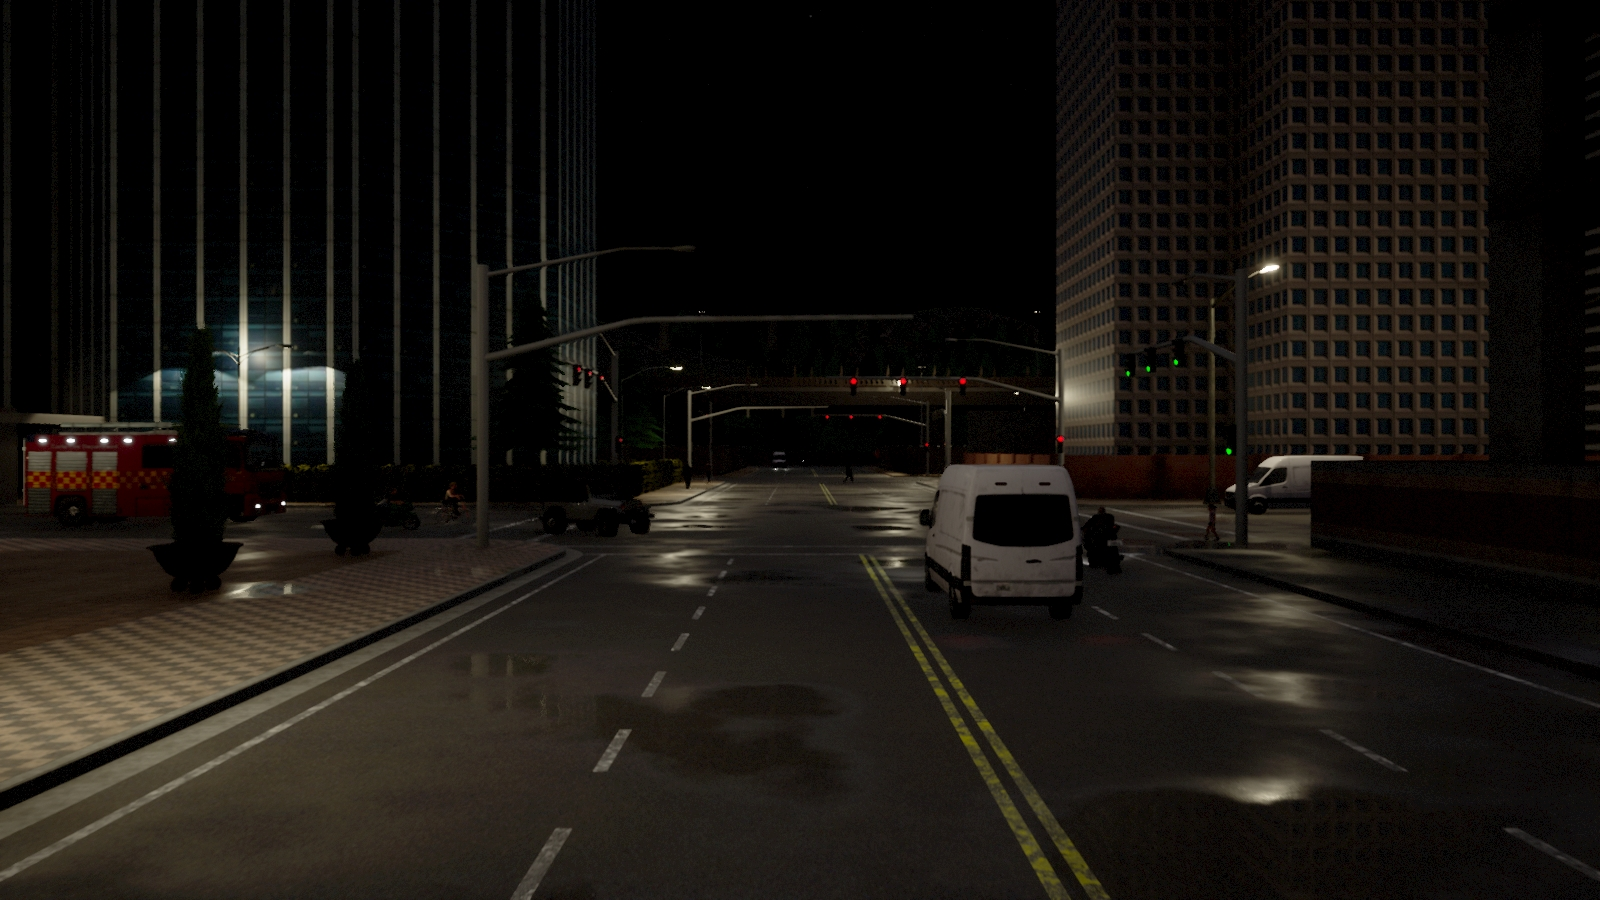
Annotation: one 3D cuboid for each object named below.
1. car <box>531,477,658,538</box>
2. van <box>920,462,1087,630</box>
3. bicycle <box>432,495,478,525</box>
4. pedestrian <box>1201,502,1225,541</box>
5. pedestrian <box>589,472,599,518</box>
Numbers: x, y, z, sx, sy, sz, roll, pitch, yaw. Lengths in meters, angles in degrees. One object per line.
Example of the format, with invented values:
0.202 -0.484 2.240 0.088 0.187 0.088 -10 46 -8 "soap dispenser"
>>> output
-6.826 1.859 37.895 3.866 1.878 1.905 0 -1 32 "car"
3.501 1.536 20.838 1.988 2.561 5.915 0 0 0 "van"
-12.988 2.259 43.054 1.487 1.080 0.859 0 0 -1 "bicycle"
12.036 2.080 33.323 0.500 1.100 0.500 0 0 -4 "pedestrian"
-8.469 1.851 46.966 0.375 1.860 0.375 0 0 -7 "pedestrian"
